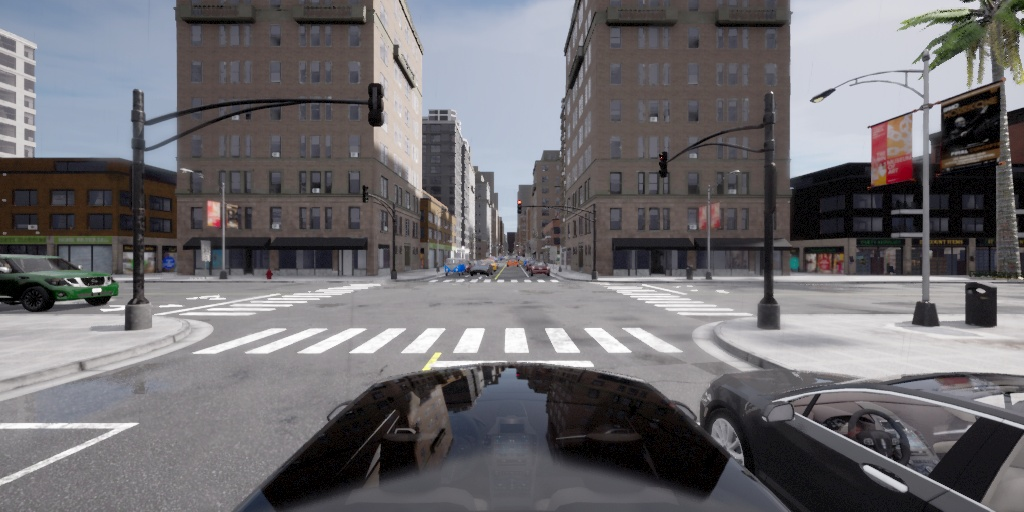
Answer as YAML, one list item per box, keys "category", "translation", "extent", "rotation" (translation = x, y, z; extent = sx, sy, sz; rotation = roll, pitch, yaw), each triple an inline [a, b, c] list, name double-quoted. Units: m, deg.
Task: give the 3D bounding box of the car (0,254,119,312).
- category: "car"
  translation: [-18.522, 0.949, 13.593]
  extent: [5.566, 2.045, 2.150]
  rotation: [0, 0, 0]

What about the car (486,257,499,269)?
- category: "car"
  translation: [-3.003, 1.231, 46.337]
  extent: [1.882, 1.535, 5.008]
  rotation: [0, 0, 0]

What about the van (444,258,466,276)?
- category: "van"
  translation: [-5.784, 1.093, 36.446]
  extent: [1.690, 1.789, 3.998]
  rotation: [0, 0, 0]

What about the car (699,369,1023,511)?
- category: "car"
  translation: [2.668, 1.300, 1.778]
  extent: [2.007, 1.370, 4.403]
  rotation: [0, 0, 0]

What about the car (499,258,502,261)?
- category: "car"
  translation: [-2.971, 1.354, 56.256]
  extent: [1.895, 1.301, 4.718]
  rotation: [0, 0, 0]

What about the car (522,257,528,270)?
- category: "car"
  translation: [2.769, 1.193, 47.766]
  extent: [1.967, 1.591, 4.097]
  rotation: [0, 0, 0]

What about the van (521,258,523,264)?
- category: "van"
  translation: [2.796, 1.093, 59.105]
  extent: [1.690, 1.789, 3.998]
  rotation: [0, 0, 0]

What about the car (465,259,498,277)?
- category: "car"
  translation: [-2.999, 1.299, 36.636]
  extent: [2.033, 1.411, 5.357]
  rotation: [0, 0, 4]

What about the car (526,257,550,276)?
- category: "car"
  translation: [2.742, 1.192, 36.428]
  extent: [1.967, 1.591, 4.097]
  rotation: [0, 0, 0]
